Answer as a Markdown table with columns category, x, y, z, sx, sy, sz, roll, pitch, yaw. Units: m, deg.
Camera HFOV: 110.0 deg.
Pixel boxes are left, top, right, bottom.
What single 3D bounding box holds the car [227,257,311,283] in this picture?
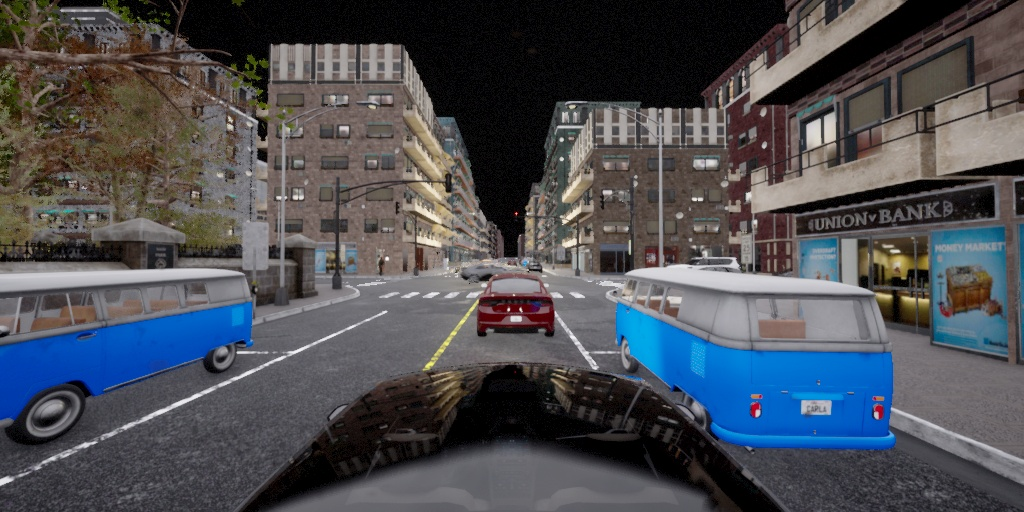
| category | x | y | z | sx | sy | sz | roll | pitch | yaw |
| --- | --- | --- | --- | --- | --- | --- | --- | --- | --- |
| car | -17.256 | 0.993 | 25.660 | 4.553 | 1.767 | 2.097 | 0 | -1 | 1 |

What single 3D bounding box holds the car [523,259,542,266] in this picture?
| category | x | y | z | sx | sy | sz | roll | pitch | yaw |
| --- | --- | --- | --- | --- | --- | --- | --- | --- | --- |
| car | 2.662 | 1.327 | 42.939 | 1.948 | 1.339 | 4.313 | 0 | 0 | 0 |

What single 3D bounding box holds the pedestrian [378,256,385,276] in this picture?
| category | x | y | z | sx | sy | sz | roll | pitch | yaw |
| --- | --- | --- | --- | --- | --- | --- | --- | --- | --- |
| pedestrian | -12.562 | 0.965 | 34.370 | 0.375 | 1.860 | 0.375 | 0 | -1 | 1 |

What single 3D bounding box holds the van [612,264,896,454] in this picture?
| category | x | y | z | sx | sy | sz | roll | pitch | yaw |
| --- | --- | --- | --- | --- | --- | --- | --- | --- | --- |
| van | 2.656 | 1.091 | 4.992 | 1.690 | 1.789 | 3.998 | 0 | 0 | 0 |

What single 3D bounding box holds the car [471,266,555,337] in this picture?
| category | x | y | z | sx | sy | sz | roll | pitch | yaw |
| --- | --- | --- | --- | --- | --- | --- | --- | --- | --- |
| car | 0.092 | 1.230 | 10.352 | 1.882 | 1.535 | 5.008 | 0 | 0 | 0 |

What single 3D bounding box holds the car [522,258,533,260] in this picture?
| category | x | y | z | sx | sy | sz | roll | pitch | yaw |
| --- | --- | --- | --- | --- | --- | --- | --- | --- | --- |
| car | 2.658 | 1.314 | 48.582 | 2.007 | 1.370 | 4.403 | 0 | 0 | 0 |

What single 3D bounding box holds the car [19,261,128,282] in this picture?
| category | x | y | z | sx | sy | sz | roll | pitch | yaw |
| --- | --- | --- | --- | --- | --- | --- | --- | --- | --- |
| car | -31.476 | 1.112 | 25.842 | 5.357 | 1.411 | 2.033 | 0 | -1 | 1 |

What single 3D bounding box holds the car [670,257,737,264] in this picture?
| category | x | y | z | sx | sy | sz | roll | pitch | yaw |
| --- | --- | --- | --- | --- | --- | --- | --- | --- | --- |
| car | 15.082 | 1.099 | 28.507 | 5.566 | 2.045 | 2.150 | 0 | -1 | 2 |

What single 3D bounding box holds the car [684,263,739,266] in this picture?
| category | x | y | z | sx | sy | sz | roll | pitch | yaw |
| --- | --- | --- | --- | --- | --- | --- | --- | --- | --- |
| car | 13.519 | 1.331 | 22.735 | 4.313 | 1.339 | 1.948 | 0 | 0 | 1 |

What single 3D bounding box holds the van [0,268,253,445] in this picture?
| category | x | y | z | sx | sy | sz | roll | pitch | yaw |
| --- | --- | --- | --- | --- | --- | --- | --- | --- | --- |
| van | -5.658 | 1.091 | 4.988 | 1.690 | 1.789 | 3.998 | 0 | 0 | 0 |

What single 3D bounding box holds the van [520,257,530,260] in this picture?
| category | x | y | z | sx | sy | sz | roll | pitch | yaw |
| --- | --- | --- | --- | --- | --- | --- | --- | --- | --- |
| van | 2.650 | 1.108 | 59.866 | 1.690 | 1.789 | 3.998 | 0 | 0 | 0 |

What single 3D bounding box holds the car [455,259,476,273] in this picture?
| category | x | y | z | sx | sy | sz | roll | pitch | yaw |
| --- | --- | --- | --- | --- | --- | --- | --- | --- | --- |
| car | -5.719 | 1.287 | 42.763 | 1.751 | 1.417 | 4.829 | 0 | 0 | 0 |

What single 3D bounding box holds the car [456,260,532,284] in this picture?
| category | x | y | z | sx | sy | sz | roll | pitch | yaw |
| --- | --- | --- | --- | --- | --- | --- | --- | --- | --- |
| car | -1.219 | 1.248 | 25.479 | 4.902 | 1.511 | 2.128 | 0 | 0 | 1 |

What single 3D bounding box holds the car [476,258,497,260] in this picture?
| category | x | y | z | sx | sy | sz | roll | pitch | yaw |
| --- | --- | --- | --- | --- | --- | --- | --- | --- | --- |
| car | -3.132 | 1.239 | 43.627 | 1.882 | 1.535 | 5.008 | 0 | 0 | 0 |
